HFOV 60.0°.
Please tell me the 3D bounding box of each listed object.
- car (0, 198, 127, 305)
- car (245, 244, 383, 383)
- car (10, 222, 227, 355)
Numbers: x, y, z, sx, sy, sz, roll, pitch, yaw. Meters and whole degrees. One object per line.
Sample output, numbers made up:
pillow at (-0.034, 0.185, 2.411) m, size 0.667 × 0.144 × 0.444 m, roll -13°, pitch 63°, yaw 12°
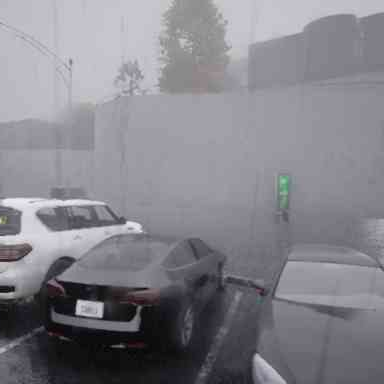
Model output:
car at (-3.045, 1.166, 8.013) m, size 2.435 × 2.045 × 5.566 m, roll 1°, pitch 0°, yaw 16°
car at (1.838, 1.521, 4.491) m, size 2.002 × 1.452 × 4.674 m, roll 1°, pitch 0°, yaw 16°
car at (-0.610, 1.479, 6.269) m, size 2.163 × 1.488 × 4.792 m, roll 1°, pitch 0°, yaw 16°
